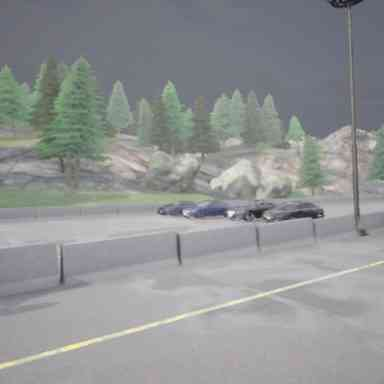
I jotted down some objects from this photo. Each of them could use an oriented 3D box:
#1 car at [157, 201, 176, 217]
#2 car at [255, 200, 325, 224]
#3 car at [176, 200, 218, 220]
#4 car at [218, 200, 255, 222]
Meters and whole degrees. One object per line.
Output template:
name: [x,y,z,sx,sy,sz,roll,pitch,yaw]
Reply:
car: [-0.944,1.422,29.114,4.181,1.385,1.994,-1,0,-35]
car: [6.638,1.347,21.618,4.892,1.490,1.837,0,0,-35]
car: [1.394,1.380,26.482,4.674,1.442,1.812,-1,0,-35]
car: [4.669,1.334,24.512,4.902,1.511,2.128,0,0,-35]
